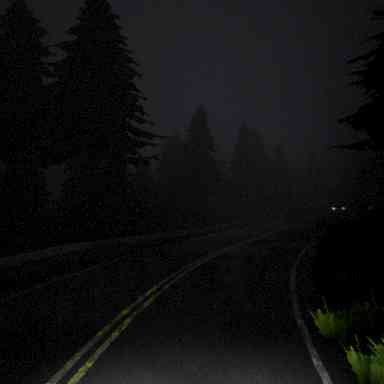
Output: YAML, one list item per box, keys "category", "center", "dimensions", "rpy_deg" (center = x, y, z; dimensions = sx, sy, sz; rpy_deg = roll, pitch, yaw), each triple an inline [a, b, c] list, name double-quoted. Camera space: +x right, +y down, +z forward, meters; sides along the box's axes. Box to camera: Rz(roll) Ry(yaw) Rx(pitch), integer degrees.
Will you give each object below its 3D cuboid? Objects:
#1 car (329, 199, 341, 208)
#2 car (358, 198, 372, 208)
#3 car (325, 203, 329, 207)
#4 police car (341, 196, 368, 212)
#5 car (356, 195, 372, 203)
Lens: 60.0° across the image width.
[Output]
- category: "car"
  center: [26.134, 2.005, 59.780]
  dimensions: [1.882, 1.535, 5.008]
  rpy_deg: [-2, -2, 23]
- category: "car"
  center: [28.937, 1.817, 55.699]
  dimensions: [1.837, 1.490, 4.892]
  rpy_deg: [-3, -2, 26]
- category: "car"
  center: [31.886, 3.279, 77.126]
  dimensions: [1.994, 1.385, 4.181]
  rpy_deg: [1, -8, -9]
- category: "police car"
  center: [20.508, 1.658, 41.846]
  dimensions: [1.930, 1.638, 5.238]
  rpy_deg: [-4, -2, 32]
- category: "car"
  center: [25.791, 1.486, 50.293]
  dimensions: [2.150, 2.045, 5.566]
  rpy_deg: [-4, -2, 32]
